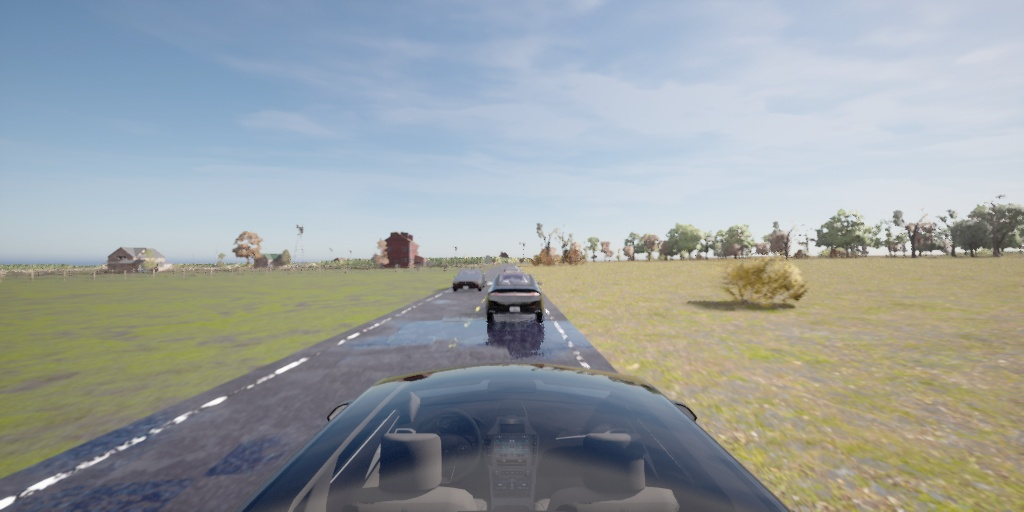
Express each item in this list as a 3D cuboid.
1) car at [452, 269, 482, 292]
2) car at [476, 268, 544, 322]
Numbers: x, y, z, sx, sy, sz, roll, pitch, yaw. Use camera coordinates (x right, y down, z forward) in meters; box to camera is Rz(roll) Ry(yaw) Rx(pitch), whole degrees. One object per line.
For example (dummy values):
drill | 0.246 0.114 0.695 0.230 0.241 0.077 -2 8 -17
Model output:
car | -2.768 1.565 24.196 2.033 1.411 5.357 0 -1 0
car | 0.087 1.375 12.972 2.128 1.511 4.902 0 -1 0
